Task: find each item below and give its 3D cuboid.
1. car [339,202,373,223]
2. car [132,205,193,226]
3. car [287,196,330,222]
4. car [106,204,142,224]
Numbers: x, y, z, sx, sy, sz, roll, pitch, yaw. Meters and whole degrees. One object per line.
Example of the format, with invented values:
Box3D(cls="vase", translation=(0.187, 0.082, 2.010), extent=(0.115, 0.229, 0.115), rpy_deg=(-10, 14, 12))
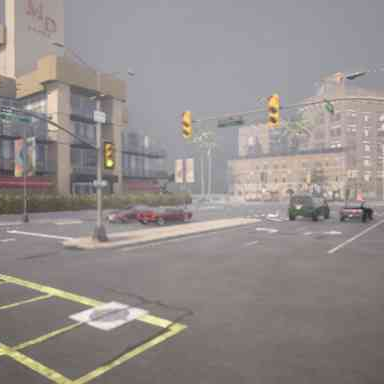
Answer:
Box3D(cls="car", translation=(12.964, 1.540, 26.190), extent=(2.128, 1.511, 4.902), rpy_deg=(-1, 0, 36))
Box3D(cls="car", translation=(-2.030, 1.779, 25.393), extent=(1.895, 1.301, 4.718), rpy_deg=(-1, 0, 36))
Box3D(cls="car", translation=(9.775, 1.309, 27.764), extent=(2.150, 2.045, 5.566), rpy_deg=(-1, 0, 36))
Box3D(cls="car", translation=(-4.878, 1.743, 27.427), extent=(1.812, 1.442, 4.674), rpy_deg=(-1, 0, 36))
